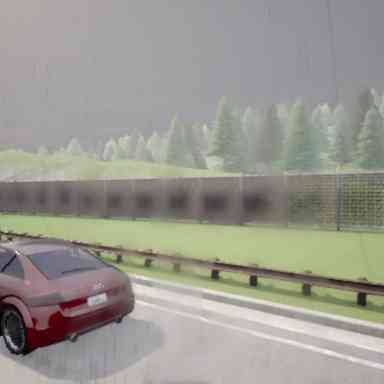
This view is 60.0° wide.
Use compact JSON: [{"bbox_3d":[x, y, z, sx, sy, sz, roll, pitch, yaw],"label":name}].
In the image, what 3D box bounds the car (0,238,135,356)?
[{"bbox_3d":[-3.037,1.569,6.131,4.181,1.385,1.994,0,0,36],"label":"car"}]
